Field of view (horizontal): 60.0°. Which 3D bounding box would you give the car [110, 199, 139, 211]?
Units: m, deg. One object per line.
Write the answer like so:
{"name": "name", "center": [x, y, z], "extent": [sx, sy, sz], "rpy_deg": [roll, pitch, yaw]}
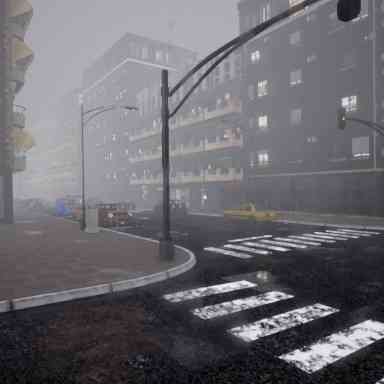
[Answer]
{"name": "car", "center": [-8.676, 1.582, 42.336], "extent": [2.008, 1.369, 4.403], "rpy_deg": [-1, 1, -36]}

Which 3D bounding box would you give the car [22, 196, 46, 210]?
{"name": "car", "center": [-21.936, 1.628, 46.456], "extent": [1.967, 1.590, 4.097], "rpy_deg": [-1, 1, -36]}

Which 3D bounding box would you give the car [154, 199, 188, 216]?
{"name": "car", "center": [-2.233, 1.441, 33.336], "extent": [1.967, 1.590, 4.097], "rpy_deg": [-1, 1, -36]}

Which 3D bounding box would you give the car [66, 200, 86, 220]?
{"name": "car", "center": [-8.946, 1.652, 28.321], "extent": [1.752, 1.417, 4.829], "rpy_deg": [-1, 1, -36]}

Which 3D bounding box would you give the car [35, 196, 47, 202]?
{"name": "car", "center": [-37.677, 1.728, 82.832], "extent": [1.887, 1.381, 4.507], "rpy_deg": [-1, 1, -36]}

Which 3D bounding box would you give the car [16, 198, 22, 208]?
{"name": "car", "center": [-25.156, 1.770, 50.956], "extent": [1.947, 1.339, 4.313], "rpy_deg": [-1, 1, -36]}

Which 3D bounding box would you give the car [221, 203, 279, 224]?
{"name": "car", "center": [4.113, 1.498, 24.477], "extent": [1.752, 1.417, 4.829], "rpy_deg": [-1, 1, -36]}

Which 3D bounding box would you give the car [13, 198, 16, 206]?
{"name": "car", "center": [-31.601, 1.783, 59.955], "extent": [1.887, 1.381, 4.507], "rpy_deg": [-1, 1, -36]}

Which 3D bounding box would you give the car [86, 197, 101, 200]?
{"name": "car", "center": [-15.123, 1.502, 51.334], "extent": [1.967, 1.590, 4.097], "rpy_deg": [-1, 1, -36]}

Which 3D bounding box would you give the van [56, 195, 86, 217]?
{"name": "van", "center": [-12.270, 1.483, 32.957], "extent": [1.690, 1.788, 3.998], "rpy_deg": [-1, 1, -36]}

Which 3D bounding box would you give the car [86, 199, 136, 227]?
{"name": "car", "center": [-5.824, 1.553, 23.960], "extent": [1.967, 1.590, 4.097], "rpy_deg": [-1, 1, -36]}

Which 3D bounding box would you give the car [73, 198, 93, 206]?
{"name": "car", "center": [-18.343, 1.644, 55.835], "extent": [1.947, 1.339, 4.313], "rpy_deg": [-1, 1, -36]}
